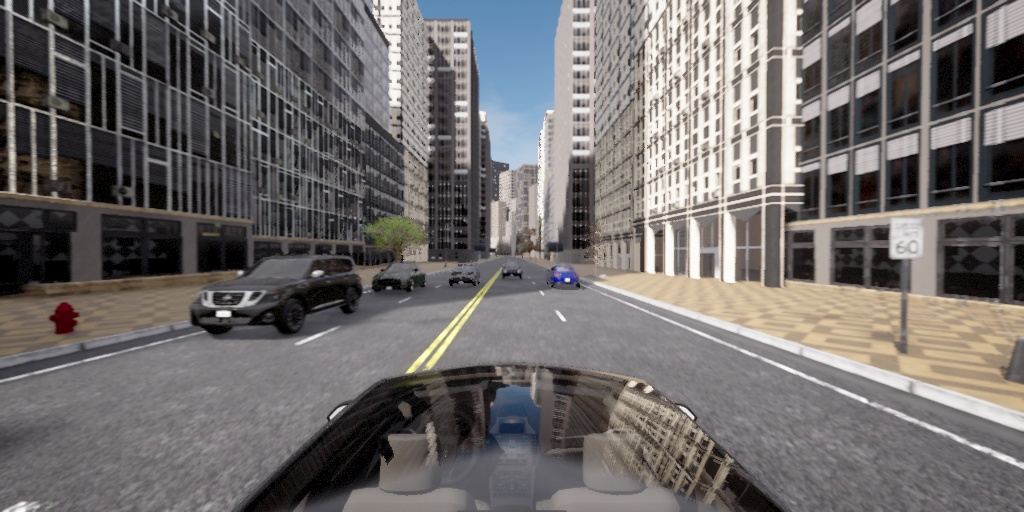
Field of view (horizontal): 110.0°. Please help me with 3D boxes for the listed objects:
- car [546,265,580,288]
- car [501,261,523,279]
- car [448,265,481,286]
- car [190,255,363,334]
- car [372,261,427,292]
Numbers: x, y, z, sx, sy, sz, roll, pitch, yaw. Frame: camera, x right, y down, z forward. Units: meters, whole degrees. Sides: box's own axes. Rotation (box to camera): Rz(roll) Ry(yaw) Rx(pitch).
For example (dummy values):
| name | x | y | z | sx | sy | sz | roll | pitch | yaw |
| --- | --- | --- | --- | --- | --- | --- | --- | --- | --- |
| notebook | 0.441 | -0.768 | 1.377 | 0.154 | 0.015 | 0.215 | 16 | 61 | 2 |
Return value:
| name | x | y | z | sx | sy | sz | roll | pitch | yaw |
| --- | --- | --- | --- | --- | --- | --- | --- | --- | --- |
| car | 3.352 | 1.290 | 23.945 | 1.812 | 1.442 | 4.674 | 0 | 0 | 0 |
| car | -0.002 | 1.369 | 32.817 | 1.895 | 1.301 | 4.718 | 0 | 0 | 0 |
| car | -3.252 | 1.317 | 25.610 | 2.033 | 1.411 | 5.357 | 0 | 0 | 0 |
| car | -6.574 | 0.974 | 10.964 | 2.150 | 2.045 | 5.566 | 0 | 0 | 1 |
| car | -6.502 | 1.111 | 21.180 | 2.097 | 1.767 | 4.553 | 0 | 0 | 0 |
